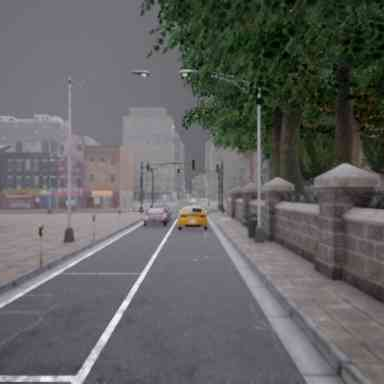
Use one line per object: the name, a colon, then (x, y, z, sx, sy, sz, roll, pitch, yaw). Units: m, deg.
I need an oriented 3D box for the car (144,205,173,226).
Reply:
car: (-2.637, 1.815, 25.324, 1.802, 1.307, 4.206, 0, -1, 0)

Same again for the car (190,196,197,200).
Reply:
car: (0.291, 2.233, 81.199, 1.812, 1.442, 4.674, 0, -1, 0)

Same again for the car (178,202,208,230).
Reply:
car: (0.067, 1.689, 22.923, 1.882, 1.535, 5.008, 0, -1, 0)

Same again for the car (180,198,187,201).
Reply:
car: (-2.218, 2.350, 90.346, 1.994, 1.385, 4.181, 0, -1, 0)

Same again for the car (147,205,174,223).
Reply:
car: (-2.636, 1.832, 28.987, 1.947, 1.339, 4.313, 0, -1, 0)

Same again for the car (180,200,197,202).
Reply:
car: (0.005, 1.854, 33.411, 2.033, 1.411, 5.357, 0, -1, 0)
